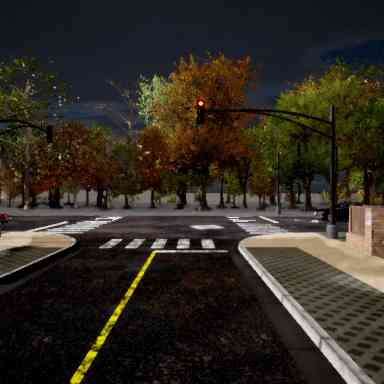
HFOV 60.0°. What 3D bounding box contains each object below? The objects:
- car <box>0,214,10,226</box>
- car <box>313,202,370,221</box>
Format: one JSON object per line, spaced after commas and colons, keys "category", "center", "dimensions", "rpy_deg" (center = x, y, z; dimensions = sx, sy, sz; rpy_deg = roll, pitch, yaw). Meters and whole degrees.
{"category": "car", "center": [-13.407, 1.549, 19.554], "dimensions": [4.718, 1.301, 1.895], "rpy_deg": [0, 0, 1]}
{"category": "car", "center": [12.145, 1.555, 26.403], "dimensions": [4.892, 1.490, 1.837], "rpy_deg": [0, 0, 0]}
